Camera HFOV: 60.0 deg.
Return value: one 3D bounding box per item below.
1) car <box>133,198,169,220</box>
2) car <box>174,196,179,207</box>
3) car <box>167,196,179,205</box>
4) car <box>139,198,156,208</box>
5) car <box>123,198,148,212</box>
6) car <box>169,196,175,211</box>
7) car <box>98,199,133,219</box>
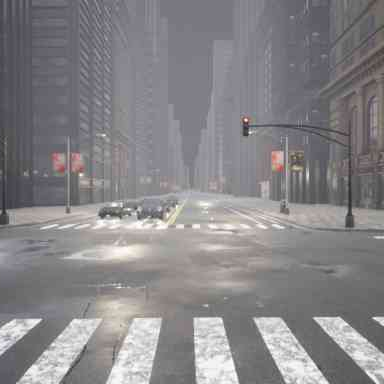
[{"bbox_3d":[-3.338,1.336,28.091,2.097,1.767,4.553,0,0,0],"label":"car"},{"bbox_3d":[-3.339,1.529,47.464,1.994,1.385,4.181,0,0,0],"label":"car"},{"bbox_3d":[-3.297,1.454,57.838,1.837,1.490,4.892,0,0,0],"label":"car"},{"bbox_3d":[-6.585,1.563,49.532,1.895,1.301,4.718,0,0,0],"label":"car"},{"bbox_3d":[-6.584,1.521,39.446,2.033,1.411,5.357,0,0,0],"label":"car"},{"bbox_3d":[-3.336,1.523,37.565,2.033,1.411,5.357,0,0,0],"label":"car"},{"bbox_3d":[-6.563,1.531,29.348,2.033,1.411,5.357,0,0,4],"label":"car"}]
